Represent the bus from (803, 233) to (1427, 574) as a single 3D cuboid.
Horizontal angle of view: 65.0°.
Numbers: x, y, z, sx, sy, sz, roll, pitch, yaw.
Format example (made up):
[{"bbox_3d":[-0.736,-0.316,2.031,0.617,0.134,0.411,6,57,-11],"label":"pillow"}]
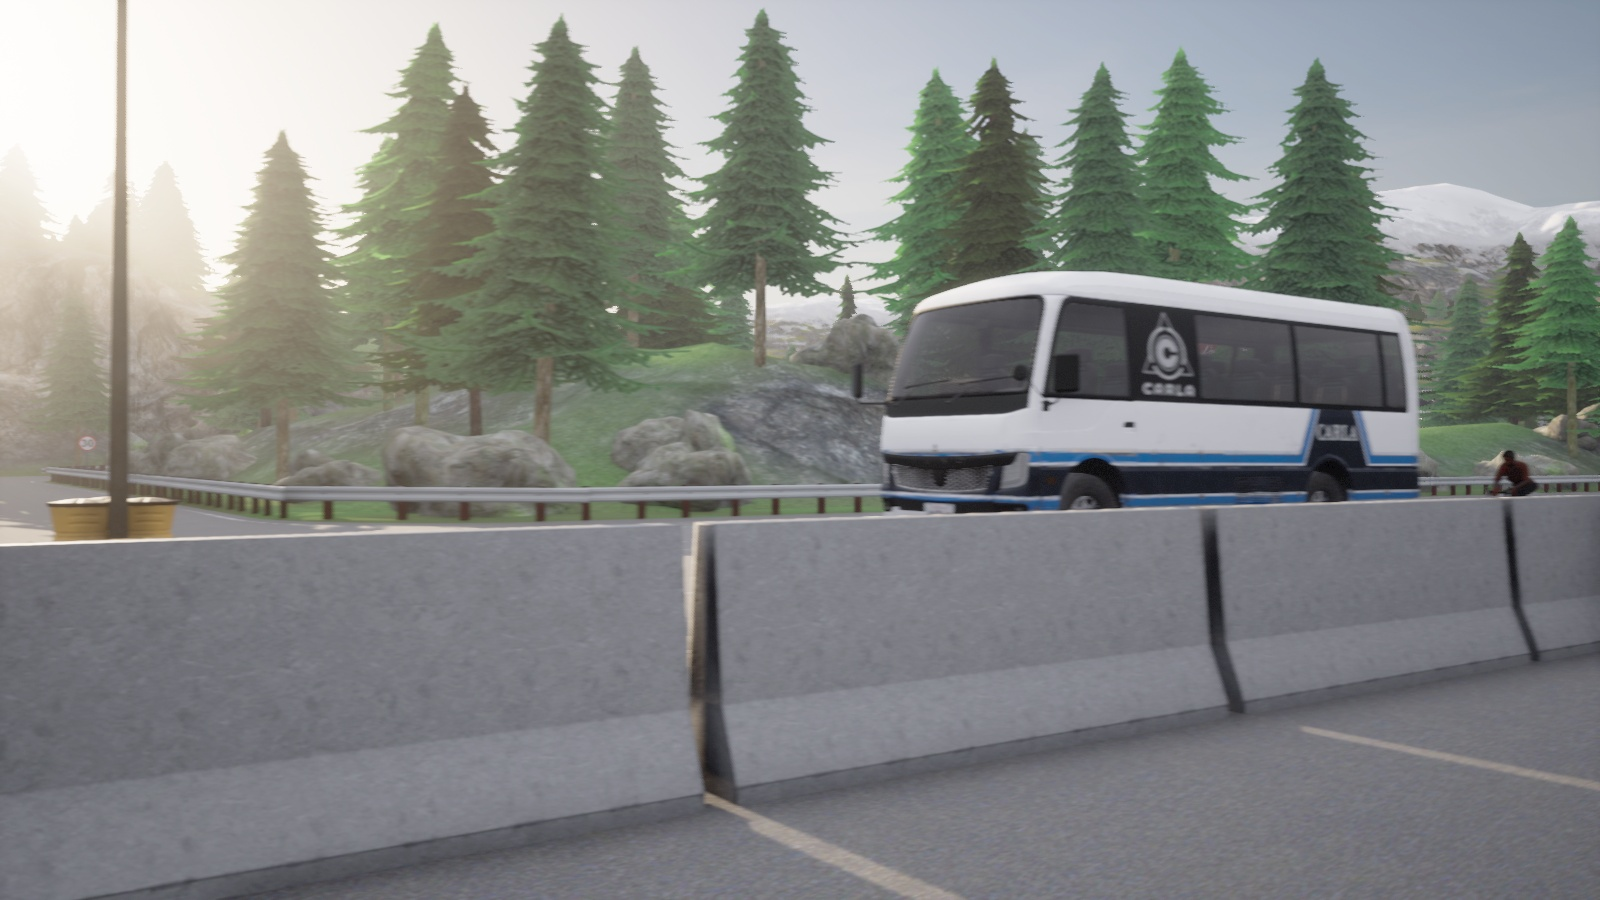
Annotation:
[{"bbox_3d":[5.394,-0.552,20.208,10.273,4.253,3.944,0,0,-35],"label":"bus"}]
